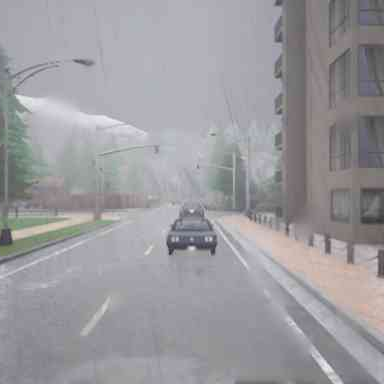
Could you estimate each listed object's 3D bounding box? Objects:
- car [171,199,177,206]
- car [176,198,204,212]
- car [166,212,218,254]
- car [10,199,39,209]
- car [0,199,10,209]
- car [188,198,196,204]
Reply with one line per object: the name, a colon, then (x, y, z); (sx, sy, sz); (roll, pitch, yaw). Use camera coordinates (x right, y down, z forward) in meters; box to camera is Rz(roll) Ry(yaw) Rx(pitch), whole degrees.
car: (-3.516, 2.254, 73.258); (2.033, 1.411, 5.357); (0, -1, 0)
car: (0.008, 1.634, 29.069); (2.097, 1.767, 4.553); (0, -1, 0)
car: (-0.002, 1.739, 14.094); (1.895, 1.301, 4.718); (0, -1, 0)
car: (-25.031, 1.651, 50.450); (1.932, 1.855, 4.605); (0, -1, -1)
car: (-27.535, 1.649, 50.003); (1.905, 1.878, 3.866); (0, -1, -1)
car: (-0.018, 2.186, 80.612); (2.033, 1.411, 5.357); (0, -1, 0)
